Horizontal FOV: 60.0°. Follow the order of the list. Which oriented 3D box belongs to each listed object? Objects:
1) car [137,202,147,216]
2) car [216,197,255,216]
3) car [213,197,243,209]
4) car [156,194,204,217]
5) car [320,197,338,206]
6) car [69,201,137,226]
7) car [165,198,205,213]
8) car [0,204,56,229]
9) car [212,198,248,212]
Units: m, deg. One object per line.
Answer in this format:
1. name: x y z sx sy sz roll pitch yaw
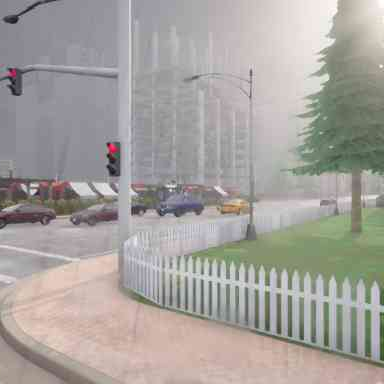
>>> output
1. car: -6.227 1.478 29.942 1.882 1.535 5.008 0 0 34
2. car: 4.584 1.477 33.102 1.882 1.535 5.008 0 0 34
3. car: 5.132 1.492 46.721 2.128 1.511 4.902 0 0 34
4. car: -1.021 1.221 31.405 2.150 2.045 5.566 0 0 34
5. car: 21.054 1.526 51.286 1.812 1.442 4.674 0 0 34
6. car: -6.332 1.526 23.486 1.812 1.442 4.674 0 0 34
7. car: -0.683 1.492 38.154 2.128 1.511 4.902 0 0 34
8. car: -11.448 1.526 22.197 1.812 1.442 4.674 0 0 36
9. car: 4.616 1.492 39.743 2.128 1.511 4.902 0 0 34
